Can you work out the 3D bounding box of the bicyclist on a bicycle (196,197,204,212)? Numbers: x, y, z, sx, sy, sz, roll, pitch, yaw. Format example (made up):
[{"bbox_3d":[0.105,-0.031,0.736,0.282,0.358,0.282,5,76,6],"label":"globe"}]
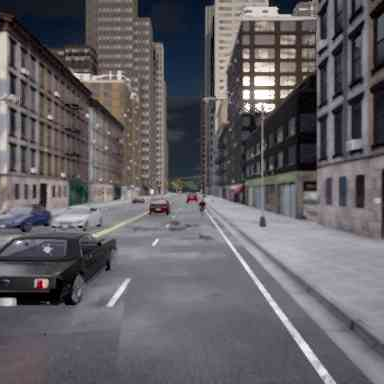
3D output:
[{"bbox_3d":[0.915,1.415,37.969,0.866,1.612,1.509,0,0,0],"label":"bicyclist on a bicycle"}]

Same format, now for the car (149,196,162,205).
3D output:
[{"bbox_3d":[-6.506,1.491,60.432,1.812,1.442,4.674,0,0,1],"label":"car"}]

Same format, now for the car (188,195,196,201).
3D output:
[{"bbox_3d":[0.028,1.475,83.902,1.812,1.442,4.674,0,0,0],"label":"car"}]

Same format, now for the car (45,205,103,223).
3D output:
[{"bbox_3d":[-6.589,1.514,19.635,1.812,1.442,4.674,0,0,0],"label":"car"}]

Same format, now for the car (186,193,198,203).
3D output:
[{"bbox_3d":[0.023,1.189,69.098,2.150,2.045,5.566,0,0,0],"label":"car"}]

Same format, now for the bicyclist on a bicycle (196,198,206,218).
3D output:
[{"bbox_3d":[0.904,1.354,27.747,0.659,1.776,1.843,0,0,0],"label":"bicyclist on a bicycle"}]

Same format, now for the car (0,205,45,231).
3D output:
[{"bbox_3d":[-9.839,1.514,19.635,1.812,1.442,4.674,0,0,0],"label":"car"}]

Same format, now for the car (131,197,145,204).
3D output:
[{"bbox_3d":[-9.753,1.569,60.417,1.895,1.301,4.718,0,0,1],"label":"car"}]

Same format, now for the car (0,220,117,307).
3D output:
[{"bbox_3d":[-3.147,1.596,7.916,1.895,1.301,4.718,0,0,0],"label":"car"}]

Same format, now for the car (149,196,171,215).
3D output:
[{"bbox_3d":[-3.138,1.458,33.460,1.882,1.535,5.008,0,0,0],"label":"car"}]
